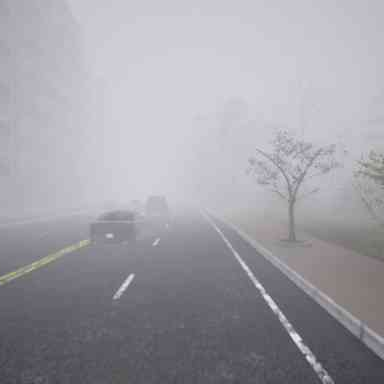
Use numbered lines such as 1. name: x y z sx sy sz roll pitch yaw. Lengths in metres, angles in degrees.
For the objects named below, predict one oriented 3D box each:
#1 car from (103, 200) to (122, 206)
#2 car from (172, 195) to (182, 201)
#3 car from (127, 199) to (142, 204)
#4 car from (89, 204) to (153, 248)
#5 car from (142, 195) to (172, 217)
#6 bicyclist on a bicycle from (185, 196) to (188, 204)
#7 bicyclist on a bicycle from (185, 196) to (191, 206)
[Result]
1. car: -10.474 1.724 44.170 1.994 1.385 4.181 0 0 -2
2. car: -3.666 1.722 86.809 1.994 1.385 4.181 0 0 -6
3. car: -7.131 1.676 41.874 1.812 1.442 4.674 0 0 -2
4. car: -3.166 1.532 15.212 1.882 1.535 5.008 0 0 0
5. car: -3.415 1.342 33.441 2.150 2.045 5.566 0 0 -1
6. bicyclist on a bicycle: -1.133 1.684 68.261 0.582 1.620 1.656 0 -1 -4
7. bicyclist on a bicycle: -0.484 1.574 58.934 0.659 1.776 1.843 0 0 -4
